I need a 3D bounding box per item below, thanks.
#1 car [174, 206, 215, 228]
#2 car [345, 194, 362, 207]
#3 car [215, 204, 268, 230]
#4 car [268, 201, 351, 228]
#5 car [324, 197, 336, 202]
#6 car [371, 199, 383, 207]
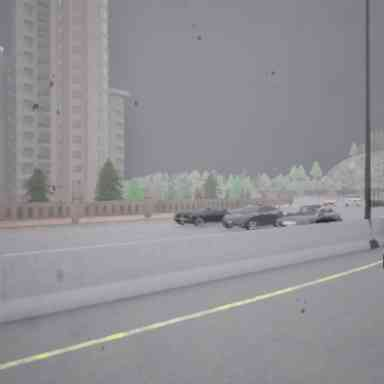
[{"bbox_3d":[1.011,1.618,22.823,4.718,1.301,1.895,0,0,-43],"label":"car"},{"bbox_3d":[26.716,1.412,55.045,2.150,2.045,5.566,0,0,21],"label":"car"},{"bbox_3d":[3.931,1.522,20.818,4.892,1.490,1.837,0,0,-43],"label":"car"},{"bbox_3d":[6.678,1.508,18.618,4.902,1.511,2.128,0,0,-44],"label":"car"},{"bbox_3d":[23.754,1.682,57.248,1.882,1.535,5.008,0,0,20],"label":"car"},{"bbox_3d":[29.722,1.780,53.055,1.895,1.301,4.718,0,0,22],"label":"car"}]
